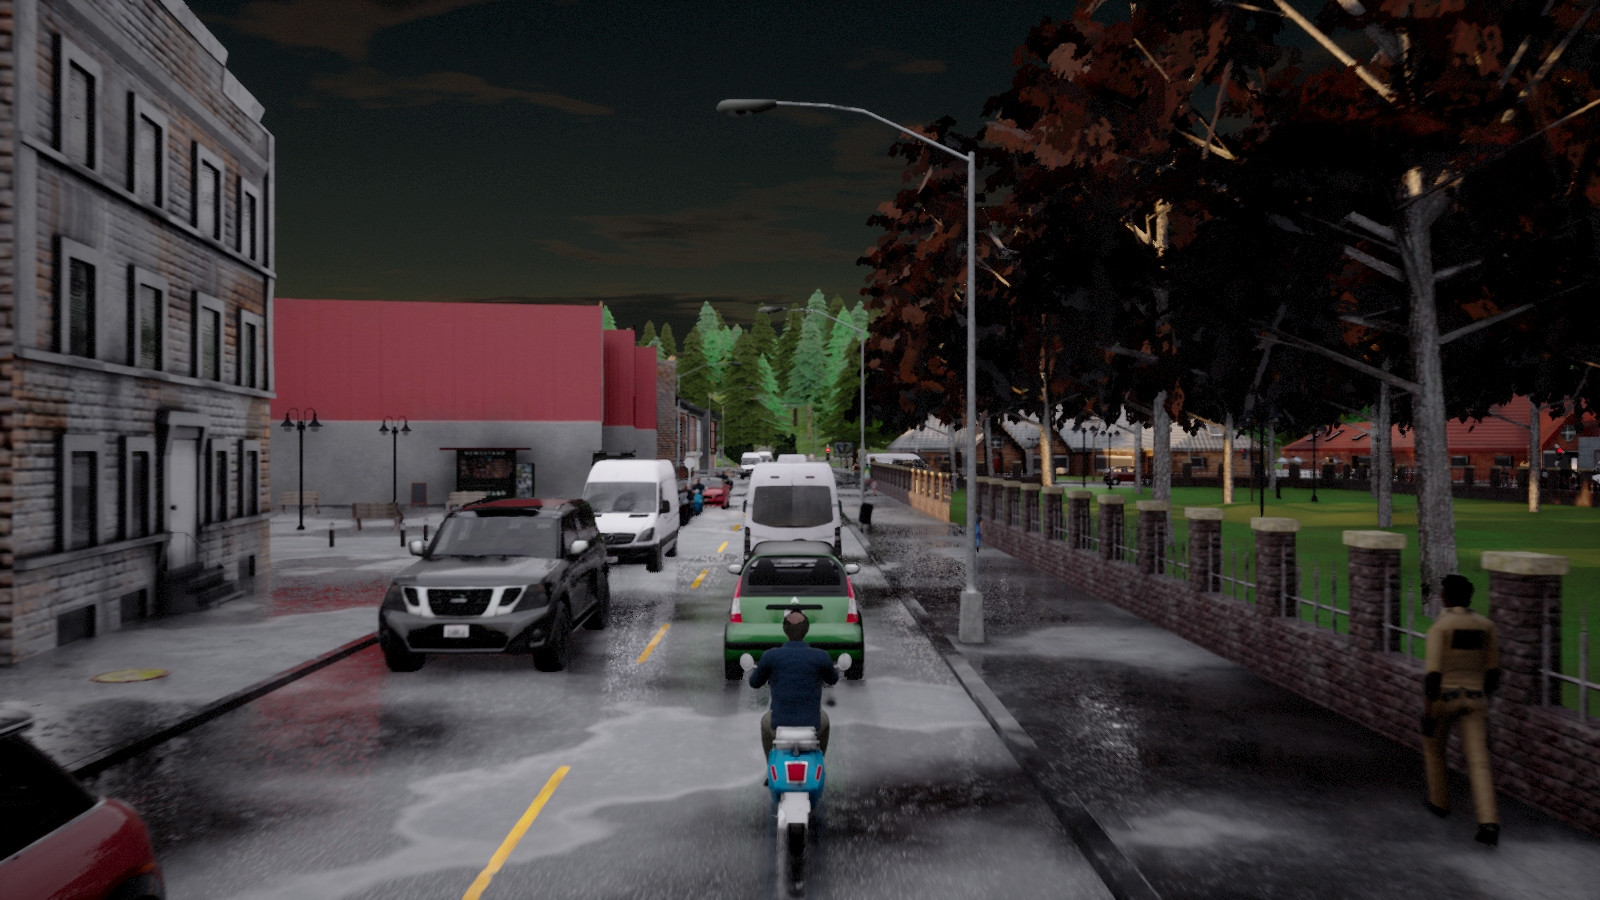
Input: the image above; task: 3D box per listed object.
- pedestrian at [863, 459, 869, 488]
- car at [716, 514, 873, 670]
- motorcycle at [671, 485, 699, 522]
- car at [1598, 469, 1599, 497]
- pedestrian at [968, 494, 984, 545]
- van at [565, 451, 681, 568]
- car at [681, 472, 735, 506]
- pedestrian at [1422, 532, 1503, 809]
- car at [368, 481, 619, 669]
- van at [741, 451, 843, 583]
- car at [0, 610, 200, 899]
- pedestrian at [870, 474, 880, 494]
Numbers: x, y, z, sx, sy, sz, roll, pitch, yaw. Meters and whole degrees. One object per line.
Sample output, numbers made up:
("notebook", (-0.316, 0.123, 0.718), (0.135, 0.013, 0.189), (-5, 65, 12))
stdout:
("pedestrian", (4.296, 1.524, 74.250), (0.375, 1.860, 0.375), (0, 0, 0))
("car", (-0.086, 1.780, 15.466), (1.851, 1.617, 3.988), (0, 0, -1))
("motorcycle", (-4.297, 1.986, 42.790), (0.867, 1.251, 2.209), (0, 0, 0))
("car", (45.009, 1.818, 61.342), (1.845, 1.501, 3.633), (0, 0, 1))
("pedestrian", (4.598, 1.806, 29.871), (0.375, 1.300, 0.375), (0, 0, 0))
("van", (-4.199, 1.315, 28.140), (1.988, 2.561, 5.915), (0, 0, 0))
("car", (-4.381, 1.842, 54.901), (2.231, 1.480, 4.892), (0, 0, 0))
("pedestrian", (4.650, 1.525, 8.032), (0.375, 1.860, 0.375), (0, 0, 8))
("car", (-4.066, 1.557, 16.312), (2.150, 2.045, 5.566), (0, 0, -1))
("van", (-0.176, 1.315, 25.181), (1.988, 2.561, 5.915), (0, 0, 0))
("car", (-4.020, 1.685, 3.402), (2.097, 1.767, 4.553), (0, 0, 0))
("pedestrian", (4.189, 1.905, 64.155), (0.500, 1.100, 0.500), (0, 0, -5))
